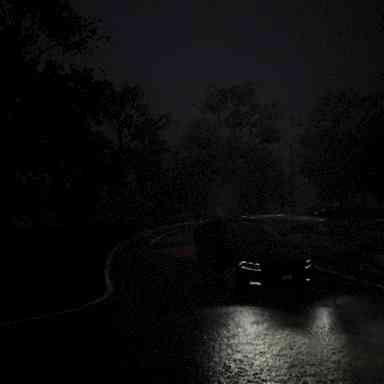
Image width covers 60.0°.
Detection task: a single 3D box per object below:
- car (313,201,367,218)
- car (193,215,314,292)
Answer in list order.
[{"bbox_3d":[13.027,1.523,29.312,4.674,1.442,1.812,0,0,-11],"label":"car"},{"bbox_3d":[1.380,1.477,9.286,1.882,1.535,5.008,0,0,-14],"label":"car"}]
